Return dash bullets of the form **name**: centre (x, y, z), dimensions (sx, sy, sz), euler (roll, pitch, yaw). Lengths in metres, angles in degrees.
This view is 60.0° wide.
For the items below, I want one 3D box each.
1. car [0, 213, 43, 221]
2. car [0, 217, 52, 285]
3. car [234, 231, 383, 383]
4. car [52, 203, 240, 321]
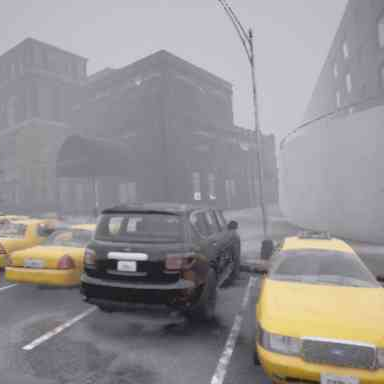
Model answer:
- **car**: centre (-5.085, 1.563, 11.287), dimensions (1.946, 1.575, 5.366), euler (-1, -1, 16)
- **car**: centre (-2.652, 1.537, 9.544), dimensions (1.946, 1.575, 5.366), euler (0, -1, 16)
- **car**: centre (2.114, 1.499, 5.703), dimensions (1.946, 1.575, 5.366), euler (0, -1, 16)
- **car**: centre (-0.265, 1.267, 7.653), dimensions (2.435, 2.045, 5.566), euler (0, -1, 16)
